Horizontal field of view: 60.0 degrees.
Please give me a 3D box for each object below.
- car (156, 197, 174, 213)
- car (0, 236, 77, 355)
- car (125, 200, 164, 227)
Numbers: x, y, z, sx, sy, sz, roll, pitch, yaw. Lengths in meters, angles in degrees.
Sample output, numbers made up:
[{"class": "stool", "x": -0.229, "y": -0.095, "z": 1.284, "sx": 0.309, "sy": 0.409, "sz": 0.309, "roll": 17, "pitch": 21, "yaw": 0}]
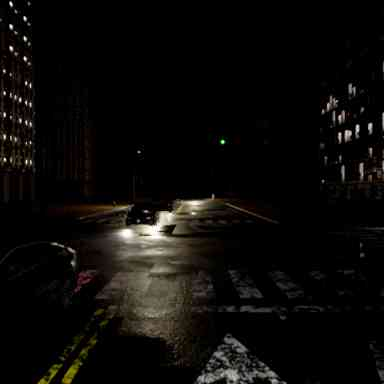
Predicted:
[{"class": "car", "x": -3.201, "y": 1.323, "z": 37.161, "sx": 2.097, "sy": 1.767, "sz": 4.553, "roll": 0, "pitch": 0, "yaw": 0}, {"class": "car", "x": -3.243, "y": 1.491, "z": 4.896, "sx": 2.128, "sy": 1.511, "sz": 4.902, "roll": 0, "pitch": 0, "yaw": 0}, {"class": "car", "x": -3.219, "y": 1.513, "z": 22.435, "sx": 1.837, "sy": 1.490, "sz": 4.892, "roll": 0, "pitch": 0, "yaw": 0}]
